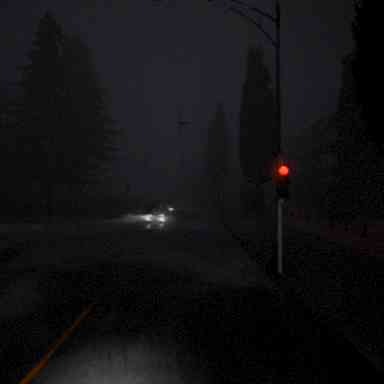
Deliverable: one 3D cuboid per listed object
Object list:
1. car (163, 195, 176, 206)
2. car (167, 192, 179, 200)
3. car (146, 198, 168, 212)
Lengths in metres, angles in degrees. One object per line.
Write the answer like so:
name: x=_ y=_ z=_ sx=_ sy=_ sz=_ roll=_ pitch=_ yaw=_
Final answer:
car: x=-4.054 y=1.547 z=53.350 sx=1.895 sy=1.301 sz=4.718 roll=0 pitch=0 yaw=1
car: x=-3.968 y=1.025 z=69.234 sx=2.150 sy=2.045 sz=5.566 roll=0 pitch=0 yaw=0
car: x=-4.095 y=1.562 z=37.817 sx=1.895 sy=1.301 sz=4.718 roll=0 pitch=0 yaw=0
